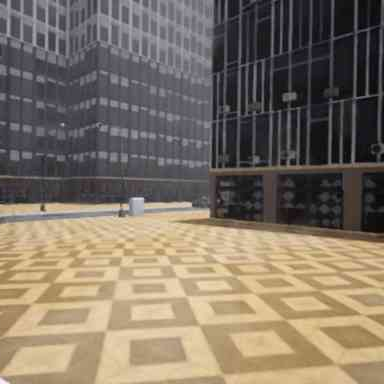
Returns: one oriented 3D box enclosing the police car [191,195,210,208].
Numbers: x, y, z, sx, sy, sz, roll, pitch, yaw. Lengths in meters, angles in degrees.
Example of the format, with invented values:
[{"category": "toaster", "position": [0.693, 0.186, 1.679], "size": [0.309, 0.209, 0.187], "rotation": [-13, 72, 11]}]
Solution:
[{"category": "police car", "position": [1.994, 1.252, 43.728], "size": [2.038, 1.542, 4.974], "rotation": [1, 1, 44]}]
